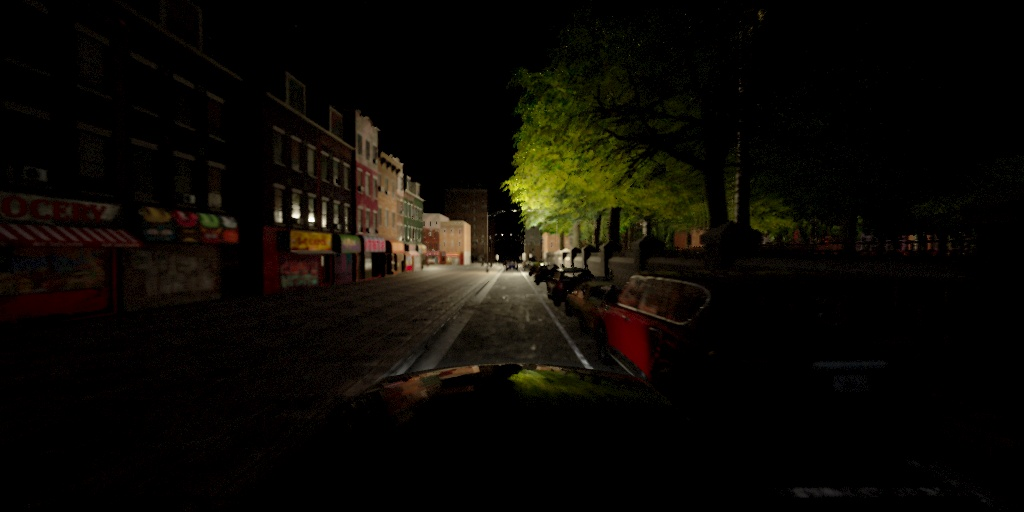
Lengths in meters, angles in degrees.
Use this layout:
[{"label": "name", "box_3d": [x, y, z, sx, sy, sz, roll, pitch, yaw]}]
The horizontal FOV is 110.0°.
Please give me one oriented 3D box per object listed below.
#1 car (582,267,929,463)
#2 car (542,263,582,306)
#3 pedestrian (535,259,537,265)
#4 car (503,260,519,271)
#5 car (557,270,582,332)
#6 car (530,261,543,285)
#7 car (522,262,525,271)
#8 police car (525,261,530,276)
[{"label": "car", "box_3d": [2.637, 1.074, 5.154, 2.192, 1.841, 5.009, 0, 0, 0]}, {"label": "car", "box_3d": [2.638, 1.232, 16.055, 1.967, 1.591, 4.097, 0, 0, 0]}, {"label": "pedestrian", "box_3d": [2.754, 1.203, 41.754, 0.375, 1.860, 0.375, -1, 1, 0]}, {"label": "car", "box_3d": [0.029, 1.589, 54.440, 1.895, 1.301, 4.718, 0, 0, 0]}, {"label": "car", "box_3d": [2.638, 1.300, 10.774, 1.751, 1.417, 4.829, 0, 0, 0]}, {"label": "car", "box_3d": [2.639, 1.275, 26.954, 1.967, 1.591, 4.097, 0, 0, 0]}, {"label": "car", "box_3d": [2.642, 1.537, 54.203, 2.007, 1.370, 4.403, 0, 0, 0]}, {"label": "police car", "box_3d": [2.754, 1.318, 38.762, 1.930, 1.638, 5.238, 0, 0, 0]}]
